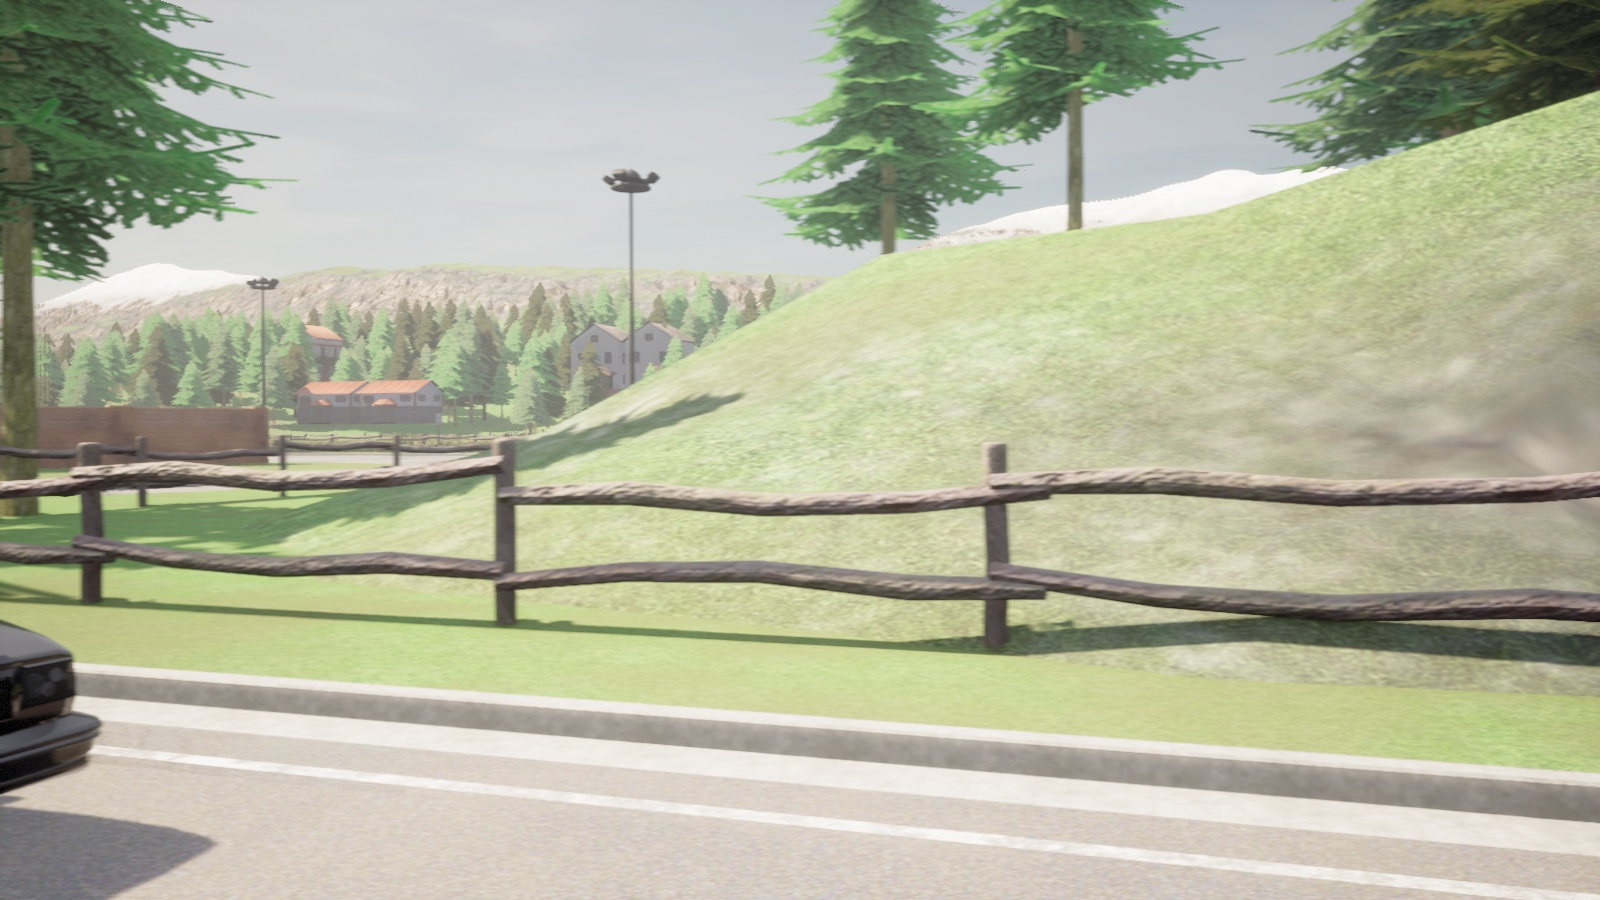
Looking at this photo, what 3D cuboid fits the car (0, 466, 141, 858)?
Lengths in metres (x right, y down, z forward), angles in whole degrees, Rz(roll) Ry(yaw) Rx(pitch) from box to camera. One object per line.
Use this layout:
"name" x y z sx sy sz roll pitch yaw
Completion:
"car" -5.588 0.772 5.074 5.357 1.411 2.033 1 1 19
